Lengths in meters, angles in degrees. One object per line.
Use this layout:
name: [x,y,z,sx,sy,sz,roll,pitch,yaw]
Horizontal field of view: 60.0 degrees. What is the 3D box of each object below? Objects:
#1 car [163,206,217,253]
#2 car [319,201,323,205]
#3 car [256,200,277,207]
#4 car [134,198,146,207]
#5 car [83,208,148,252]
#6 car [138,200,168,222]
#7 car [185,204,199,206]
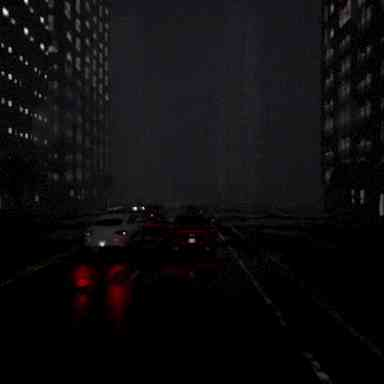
car: [0.005,1.613,14.468,1.882,1.535,5.008,0,0,0]
car: [32.744,2.492,80.035,4.097,1.590,1.967,1,0,-1]
car: [15.915,2.491,71.315,4.403,1.369,2.008,1,0,-1]
car: [-9.757,1.940,63.658,2.097,1.767,4.553,0,0,0]
car: [-3.246,1.660,14.365,1.812,1.442,4.674,0,0,0]
car: [-3.246,1.752,29.471,1.882,1.535,5.008,0,0,0]
car: [0.003,1.799,29.372,1.812,1.442,4.674,0,0,0]
